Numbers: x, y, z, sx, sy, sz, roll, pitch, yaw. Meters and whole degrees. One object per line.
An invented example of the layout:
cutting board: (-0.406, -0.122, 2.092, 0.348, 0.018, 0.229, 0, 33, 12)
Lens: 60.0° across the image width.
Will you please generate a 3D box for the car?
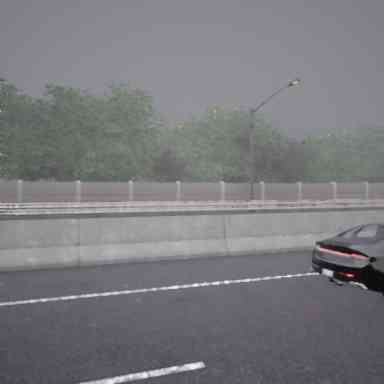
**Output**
car: (5.137, 1.471, 7.736, 4.902, 1.511, 2.128, 0, 0, -18)
